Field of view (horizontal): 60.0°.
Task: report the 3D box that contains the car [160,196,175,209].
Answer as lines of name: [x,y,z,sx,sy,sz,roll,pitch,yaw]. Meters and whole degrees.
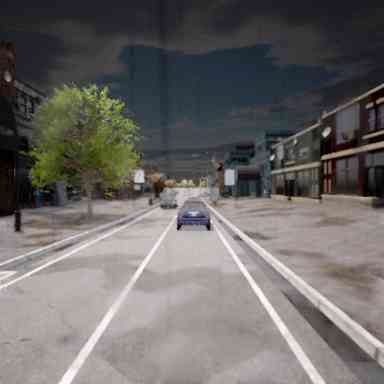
car: [-3.072,1.356,44.914,2.097,1.767,4.553,0,0,0]

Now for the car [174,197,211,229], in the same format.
car: [0.103,1.390,22.165,2.097,1.767,4.553,0,0,0]

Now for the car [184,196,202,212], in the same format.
car: [0.105,1.378,39.851,2.097,1.767,4.553,0,0,0]
